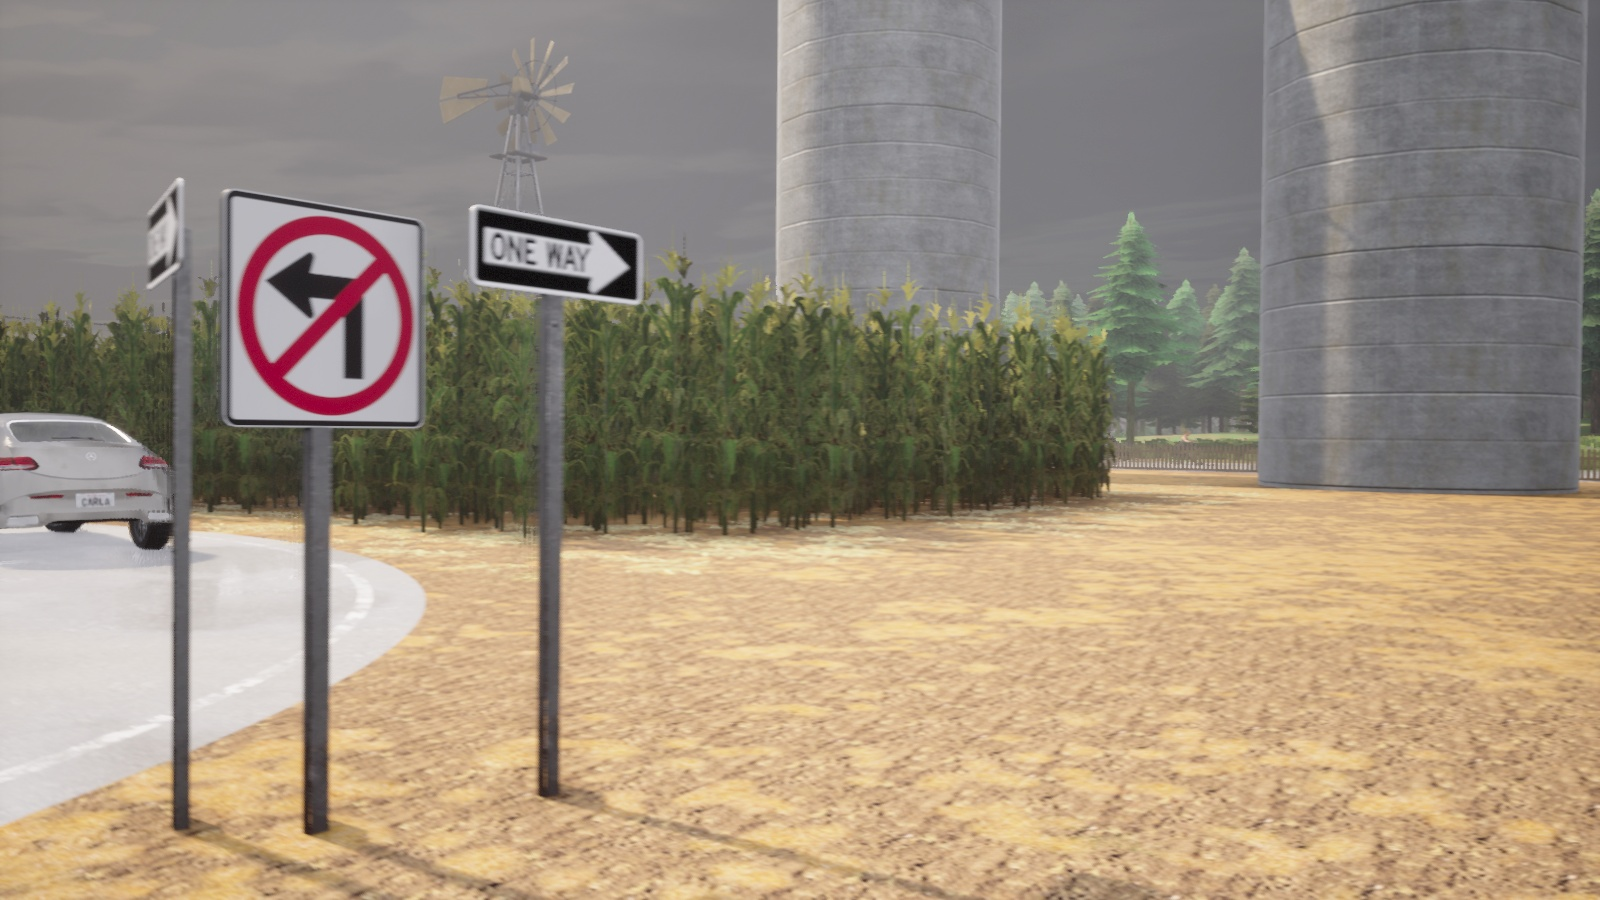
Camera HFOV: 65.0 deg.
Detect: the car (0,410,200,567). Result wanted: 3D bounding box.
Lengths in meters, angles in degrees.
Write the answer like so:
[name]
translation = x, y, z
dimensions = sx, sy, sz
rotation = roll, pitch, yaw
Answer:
[car]
translation = -9.596, 0.384, 15.600
dimensions = 5.027, 1.651, 2.152
rotation = 0, 1, 43
